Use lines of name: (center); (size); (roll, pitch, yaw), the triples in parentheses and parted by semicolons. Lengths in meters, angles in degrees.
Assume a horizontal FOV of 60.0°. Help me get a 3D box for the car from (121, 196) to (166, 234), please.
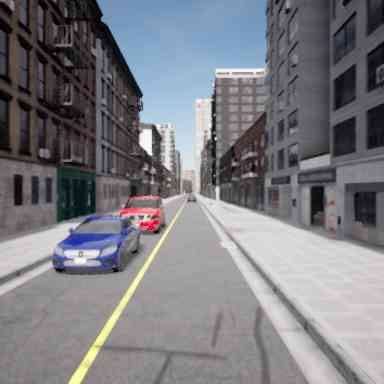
car: (-2.764, 1.266, 19.346); (2.150, 2.045, 5.566); (0, 0, 0)

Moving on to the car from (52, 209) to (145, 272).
car: (-2.842, 1.504, 10.803); (1.812, 1.442, 4.674); (0, 0, 0)

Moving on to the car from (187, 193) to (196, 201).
car: (-0.054, 1.201, 78.987); (2.097, 1.767, 4.553); (0, 0, 0)

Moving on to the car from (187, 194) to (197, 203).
car: (-0.047, 1.463, 68.961); (1.994, 1.385, 4.181); (0, 0, 0)
